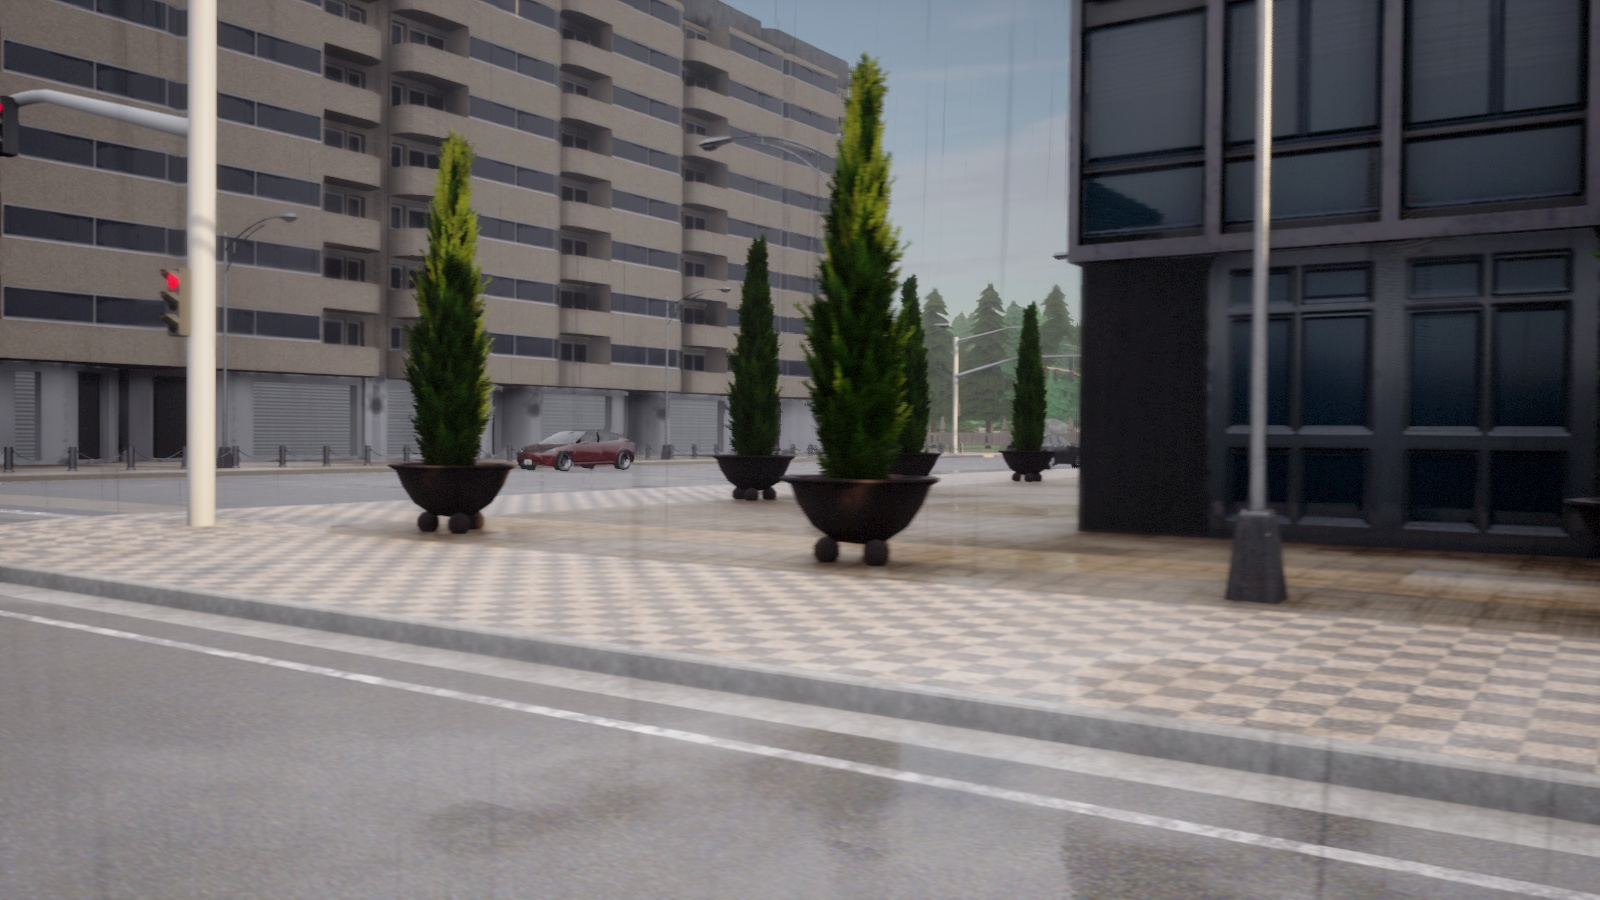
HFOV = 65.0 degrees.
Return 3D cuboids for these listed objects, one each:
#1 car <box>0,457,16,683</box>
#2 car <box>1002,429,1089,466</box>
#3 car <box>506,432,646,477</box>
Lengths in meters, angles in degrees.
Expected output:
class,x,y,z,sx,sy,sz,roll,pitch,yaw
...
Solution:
class,x,y,z,sx,sy,sz,roll,pitch,yaw
car,-6.161,0.737,7.718,2.207,1.376,1.481,0,1,34
car,10.464,-0.140,53.192,1.837,1.490,4.892,0,1,34
car,-7.915,0.136,44.784,2.163,1.488,4.792,0,1,34
